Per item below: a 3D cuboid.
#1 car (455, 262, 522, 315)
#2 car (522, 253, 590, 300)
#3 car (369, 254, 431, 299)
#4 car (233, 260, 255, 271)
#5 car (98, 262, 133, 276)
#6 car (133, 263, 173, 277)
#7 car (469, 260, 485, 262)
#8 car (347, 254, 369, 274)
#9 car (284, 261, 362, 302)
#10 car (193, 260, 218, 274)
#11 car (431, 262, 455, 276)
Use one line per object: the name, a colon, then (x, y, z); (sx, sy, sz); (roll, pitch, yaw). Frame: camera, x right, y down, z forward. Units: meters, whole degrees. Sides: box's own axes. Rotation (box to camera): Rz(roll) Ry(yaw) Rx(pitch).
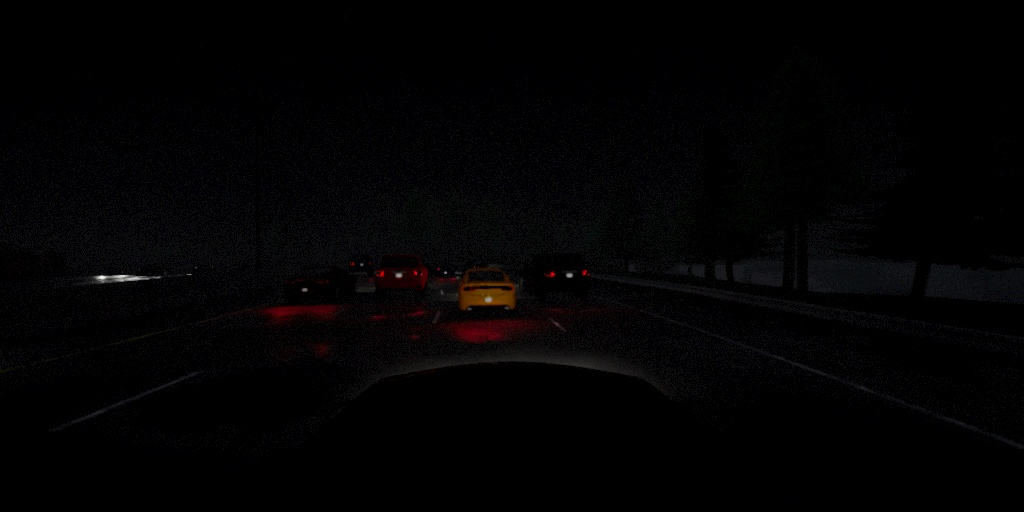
car: (-1.052, 1.166, 13.373); (1.882, 1.535, 5.008); (0, 0, -8)
car: (1.872, 0.873, 17.303); (2.150, 2.045, 5.566); (0, 0, -10)
car: (-5.374, 0.905, 17.963); (2.150, 2.045, 5.566); (0, 0, -12)
car: (-31.344, 1.217, 41.947); (2.033, 1.411, 5.357); (0, 0, -36)
car: (-40.879, 1.307, 37.078); (1.994, 1.385, 4.181); (-1, 0, -38)
car: (-35.566, 1.325, 35.797); (1.895, 1.301, 4.718); (0, 0, -35)
car: (-3.540, 1.100, 35.266); (1.812, 1.442, 4.674); (0, 0, -22)
car: (-14.586, 0.853, 34.511); (2.150, 2.045, 5.566); (0, 0, -25)
car: (-8.716, 1.183, 16.742); (1.882, 1.535, 5.008); (0, 0, -10)
car: (-35.073, 1.218, 41.016); (1.812, 1.442, 4.674); (-1, 0, -38)
car: (-6.759, 1.198, 34.036); (1.895, 1.301, 4.718); (0, 0, -22)
